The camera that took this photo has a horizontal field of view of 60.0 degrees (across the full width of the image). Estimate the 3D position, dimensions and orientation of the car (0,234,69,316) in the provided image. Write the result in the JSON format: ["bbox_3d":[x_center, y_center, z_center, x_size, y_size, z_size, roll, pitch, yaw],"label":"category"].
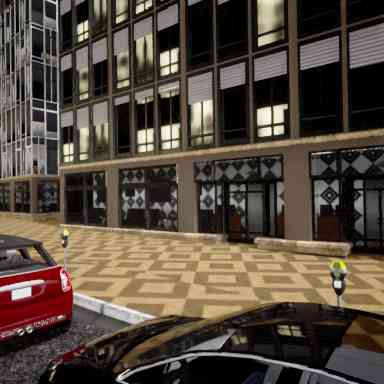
[{"bbox_3d":[-3.924,1.441,5.826,4.097,1.590,1.967,0,-1,37],"label":"car"}]

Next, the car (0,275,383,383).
[{"bbox_3d":[0.652,1.566,2.447,4.313,1.339,1.947,0,-1,36],"label":"car"}]
